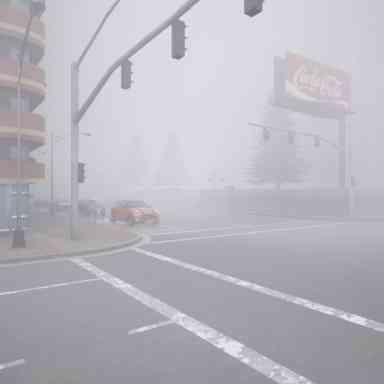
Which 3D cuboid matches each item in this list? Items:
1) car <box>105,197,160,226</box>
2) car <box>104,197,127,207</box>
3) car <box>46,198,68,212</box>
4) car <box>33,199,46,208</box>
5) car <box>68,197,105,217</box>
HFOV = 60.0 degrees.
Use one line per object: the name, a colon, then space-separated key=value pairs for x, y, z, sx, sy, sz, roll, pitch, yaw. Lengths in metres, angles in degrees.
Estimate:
car: x=-4.096 y=1.351 z=23.597 sx=2.097 sy=1.767 sz=4.553 roll=0 pitch=0 yaw=-36
car: x=-12.259 y=1.505 z=53.093 sx=1.837 sy=1.490 sz=4.892 roll=0 pitch=0 yaw=-36
car: x=-15.323 y=1.478 z=39.107 sx=1.882 sy=1.535 sz=5.008 roll=0 pitch=0 yaw=-36
car: x=-21.261 y=1.601 z=47.367 sx=1.895 sy=1.301 sz=4.718 roll=0 pitch=0 yaw=-35
car: x=-9.652 y=1.491 z=31.265 sx=2.128 sy=1.511 sz=4.902 roll=0 pitch=0 yaw=-36
